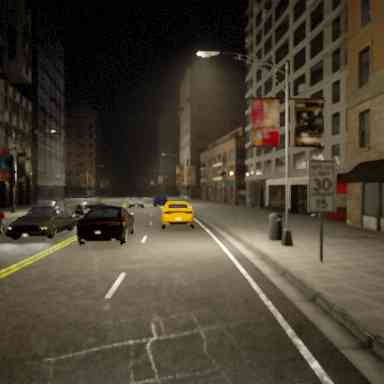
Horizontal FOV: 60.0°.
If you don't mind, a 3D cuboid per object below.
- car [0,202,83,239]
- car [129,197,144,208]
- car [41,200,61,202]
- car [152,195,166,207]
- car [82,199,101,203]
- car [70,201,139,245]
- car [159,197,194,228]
[{"bbox_3d":[-7.350,1.444,16.874,2.033,1.411,5.357,0,0,-5],"label":"car"},{"bbox_3d":[-7.134,1.343,42.566,1.895,1.301,4.718,0,0,-10],"label":"car"},{"bbox_3d":[-11.613,1.388,27.285,2.033,1.411,5.357,0,0,-7],"label":"car"},{"bbox_3d":[-4.374,1.196,45.647,1.882,1.535,5.008,0,0,-10],"label":"car"},{"bbox_3d":[-8.414,1.323,27.773,2.128,1.511,4.902,0,0,-7],"label":"car"},{"bbox_3d":[-3.762,1.380,15.167,1.882,1.535,5.008,0,0,-4],"label":"car"},{"bbox_3d":[-0.979,1.337,21.133,1.882,1.535,5.008,0,0,-5],"label":"car"}]
